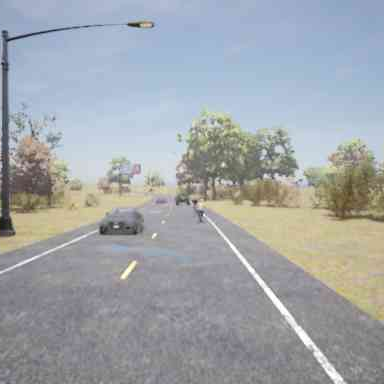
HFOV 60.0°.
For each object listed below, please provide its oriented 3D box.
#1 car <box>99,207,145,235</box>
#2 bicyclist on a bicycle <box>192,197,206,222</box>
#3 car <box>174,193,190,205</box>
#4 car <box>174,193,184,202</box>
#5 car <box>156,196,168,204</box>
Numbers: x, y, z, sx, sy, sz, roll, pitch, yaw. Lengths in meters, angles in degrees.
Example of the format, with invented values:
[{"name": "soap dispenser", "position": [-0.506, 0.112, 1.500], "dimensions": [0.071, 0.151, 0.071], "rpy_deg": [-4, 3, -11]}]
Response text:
[{"name": "car", "position": [-3.812, 1.534, 18.639], "dimensions": [1.994, 1.385, 4.181], "rpy_deg": [0, 0, -1]}, {"name": "bicyclist on a bicycle", "position": [0.638, 1.392, 24.469], "dimensions": [0.866, 1.612, 1.509], "rpy_deg": [0, 0, -2]}, {"name": "car", "position": [-1.560, 1.103, 55.832], "dimensions": [2.150, 2.045, 5.566], "rpy_deg": [0, 1, -3]}, {"name": "car", "position": [-2.869, 1.179, 74.281], "dimensions": [2.097, 1.767, 4.553], "rpy_deg": [0, 0, -4]}, {"name": "car", "position": [-5.423, 1.435, 59.819], "dimensions": [1.994, 1.385, 4.181], "rpy_deg": [0, 0, -3]}]
